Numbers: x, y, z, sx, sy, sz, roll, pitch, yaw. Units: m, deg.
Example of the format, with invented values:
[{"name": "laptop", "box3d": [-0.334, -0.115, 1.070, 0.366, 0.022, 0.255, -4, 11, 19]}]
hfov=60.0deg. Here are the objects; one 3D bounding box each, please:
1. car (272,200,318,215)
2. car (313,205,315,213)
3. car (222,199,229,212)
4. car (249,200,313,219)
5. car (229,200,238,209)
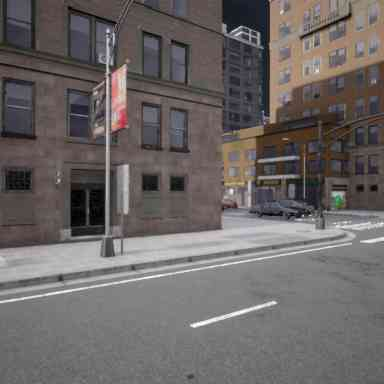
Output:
[{"name": "car", "box3d": [10.545, 1.580, 34.298, 1.947, 1.339, 4.313, 0, 0, -35]}, {"name": "car", "box3d": [9.175, 1.496, 31.703, 2.128, 1.511, 4.902, 0, 0, -35]}, {"name": "car", "box3d": [1.645, 1.592, 37.379, 1.895, 1.301, 4.718, 0, 0, -35]}, {"name": "car", "box3d": [7.428, 1.541, 29.170, 2.033, 1.411, 5.357, 0, 0, -37]}, {"name": "car", "box3d": [4.182, 1.594, 43.298, 1.802, 1.307, 4.206, 0, 0, -35]}]
